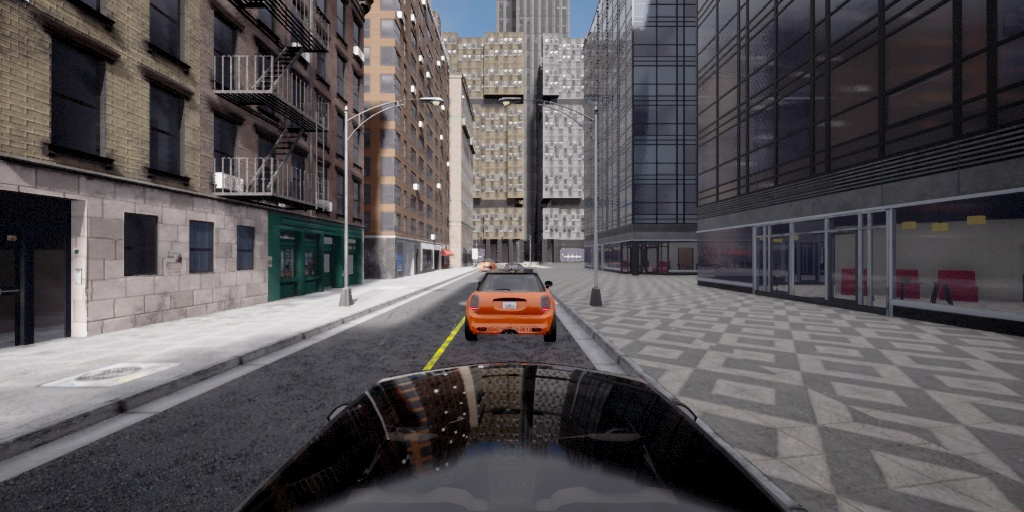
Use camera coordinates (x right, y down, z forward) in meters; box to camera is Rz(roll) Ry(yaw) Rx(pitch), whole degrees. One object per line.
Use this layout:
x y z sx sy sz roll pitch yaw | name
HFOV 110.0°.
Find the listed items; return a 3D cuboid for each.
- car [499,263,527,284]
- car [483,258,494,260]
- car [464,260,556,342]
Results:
0.086 1.297 28.672 2.033 1.411 5.357 0 0 0 | car
-3.098 1.107 46.485 2.097 1.767 4.553 0 0 0 | car
0.064 1.102 9.988 2.097 1.767 4.553 0 0 3 | car
